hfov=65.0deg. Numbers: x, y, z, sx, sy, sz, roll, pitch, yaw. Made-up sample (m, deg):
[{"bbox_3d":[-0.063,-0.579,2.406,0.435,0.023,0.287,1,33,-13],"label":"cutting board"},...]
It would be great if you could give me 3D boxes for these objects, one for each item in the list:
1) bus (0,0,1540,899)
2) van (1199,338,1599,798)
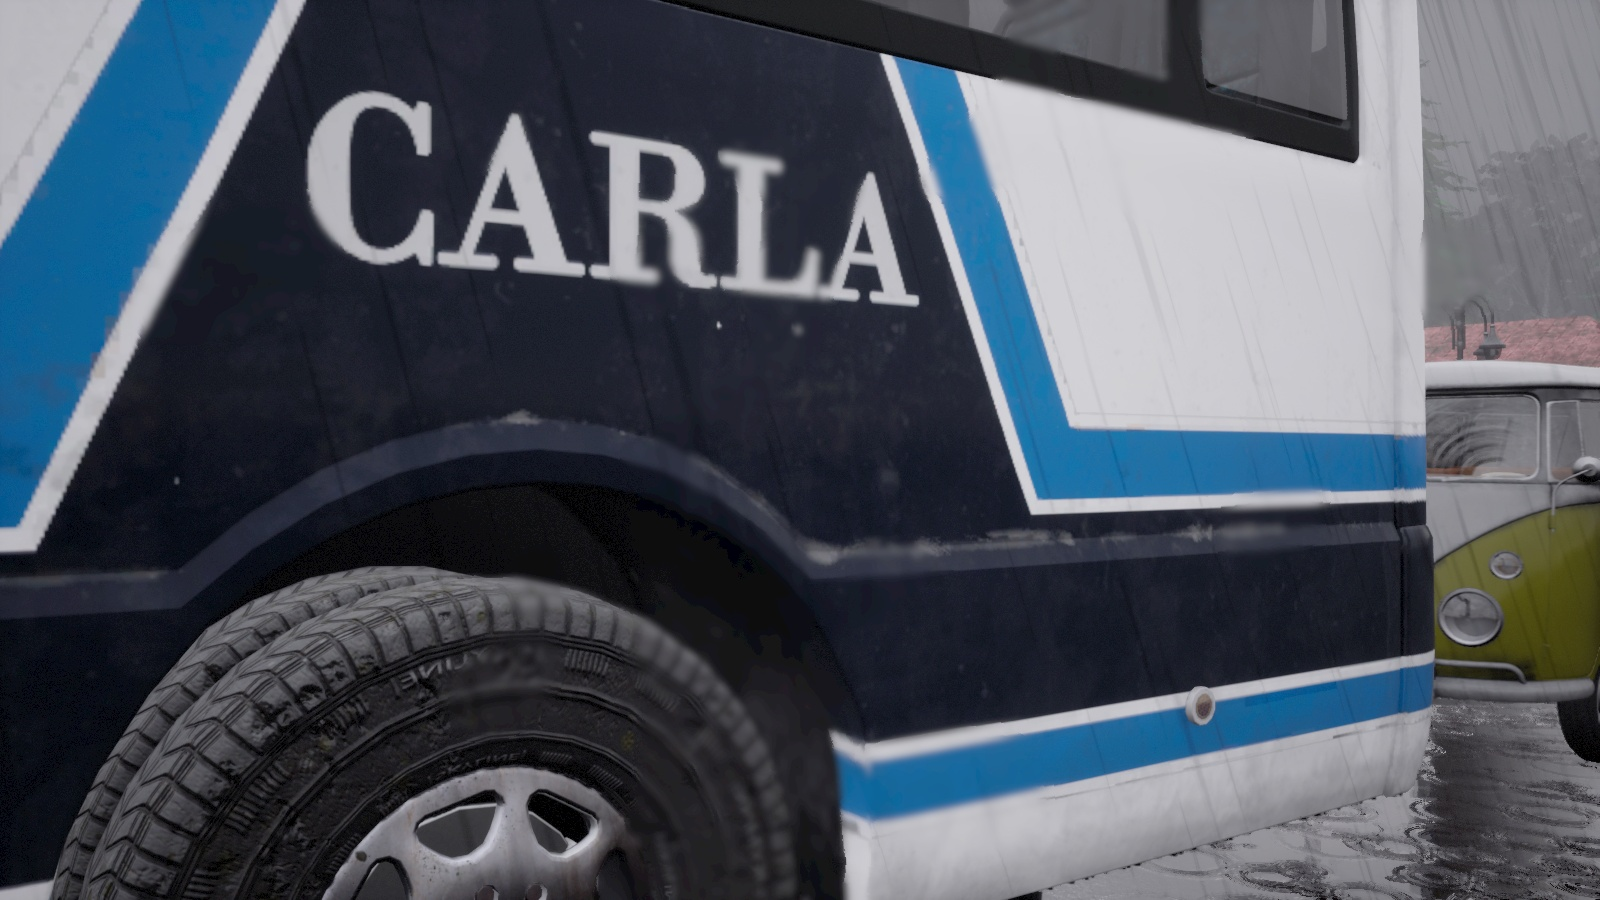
[{"bbox_3d":[-3.492,-0.620,1.849,10.273,4.253,3.944,0,0,-35],"label":"bus"},{"bbox_3d":[4.522,0.504,7.424,4.442,1.987,1.775,0,0,-35],"label":"van"}]
